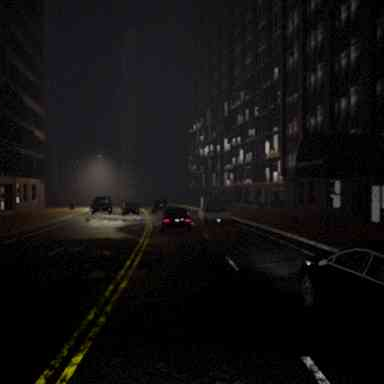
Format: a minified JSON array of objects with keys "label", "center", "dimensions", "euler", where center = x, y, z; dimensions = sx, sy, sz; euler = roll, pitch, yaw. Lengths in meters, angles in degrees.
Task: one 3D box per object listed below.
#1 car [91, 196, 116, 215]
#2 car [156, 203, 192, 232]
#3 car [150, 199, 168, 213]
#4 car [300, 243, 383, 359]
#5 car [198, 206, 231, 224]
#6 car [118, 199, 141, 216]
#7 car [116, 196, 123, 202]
[{"label":"car","center":[-10.319,1.490,38.471],"dimensions":[2.150,2.045,5.566],"euler":[0,0,-11]},{"label":"car","center":[-1.111,1.687,21.473],"dimensions":[2.033,1.411,5.357],"euler":[0,0,-6]},{"label":"car","center":[-3.920,1.605,40.521],"dimensions":[2.097,1.767,4.553],"euler":[0,0,-10]},{"label":"car","center":[3.188,1.520,5.021],"dimensions":[2.128,1.511,4.902],"euler":[0,0,-2]},{"label":"car","center":[1.642,1.758,25.971],"dimensions":[1.895,1.301,4.718],"euler":[0,0,-7]},{"label":"car","center":[-6.533,1.787,35.765],"dimensions":[2.033,1.411,5.357],"euler":[0,0,-10]},{"label":"car","center":[-16.741,1.772,74.935],"dimensions":[1.837,1.490,4.892],"euler":[0,0,-20]}]
